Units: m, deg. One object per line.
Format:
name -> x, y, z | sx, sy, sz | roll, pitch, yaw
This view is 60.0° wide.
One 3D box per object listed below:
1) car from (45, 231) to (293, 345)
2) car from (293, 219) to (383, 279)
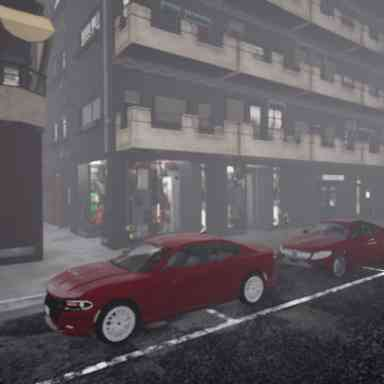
car -> -0.348, 1.499, 6.310 | 4.507, 1.381, 1.887 | -1, 1, -36
car -> 4.277, 1.458, 9.612 | 4.206, 1.307, 1.802 | -1, 1, -36
